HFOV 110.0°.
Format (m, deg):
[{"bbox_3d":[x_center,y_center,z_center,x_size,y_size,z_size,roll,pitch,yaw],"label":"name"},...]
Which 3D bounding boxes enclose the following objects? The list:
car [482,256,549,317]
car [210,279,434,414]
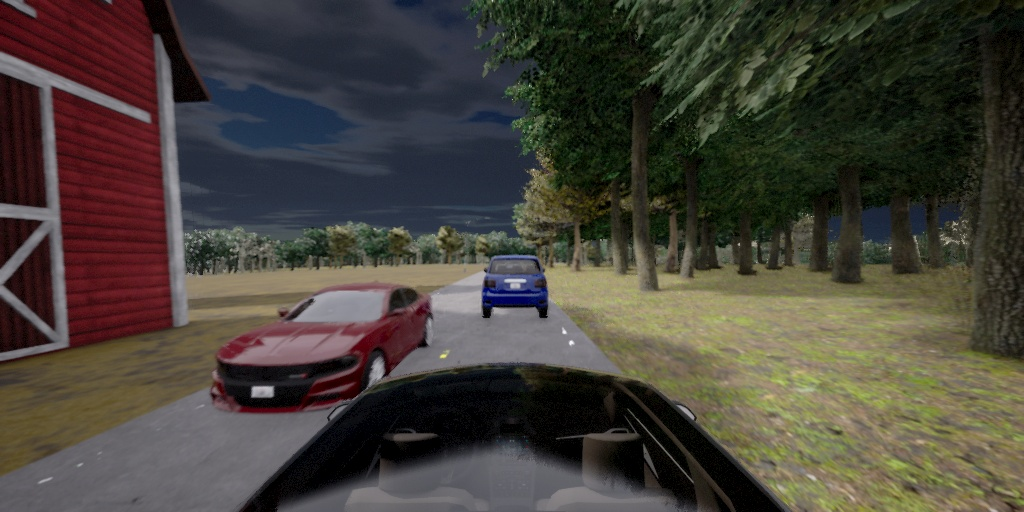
[{"bbox_3d":[0.101,1.011,13.431,2.150,2.045,5.566,0,0,0],"label":"car"},{"bbox_3d":[-2.750,1.235,6.451,1.882,1.535,5.008,0,0,0],"label":"car"}]
